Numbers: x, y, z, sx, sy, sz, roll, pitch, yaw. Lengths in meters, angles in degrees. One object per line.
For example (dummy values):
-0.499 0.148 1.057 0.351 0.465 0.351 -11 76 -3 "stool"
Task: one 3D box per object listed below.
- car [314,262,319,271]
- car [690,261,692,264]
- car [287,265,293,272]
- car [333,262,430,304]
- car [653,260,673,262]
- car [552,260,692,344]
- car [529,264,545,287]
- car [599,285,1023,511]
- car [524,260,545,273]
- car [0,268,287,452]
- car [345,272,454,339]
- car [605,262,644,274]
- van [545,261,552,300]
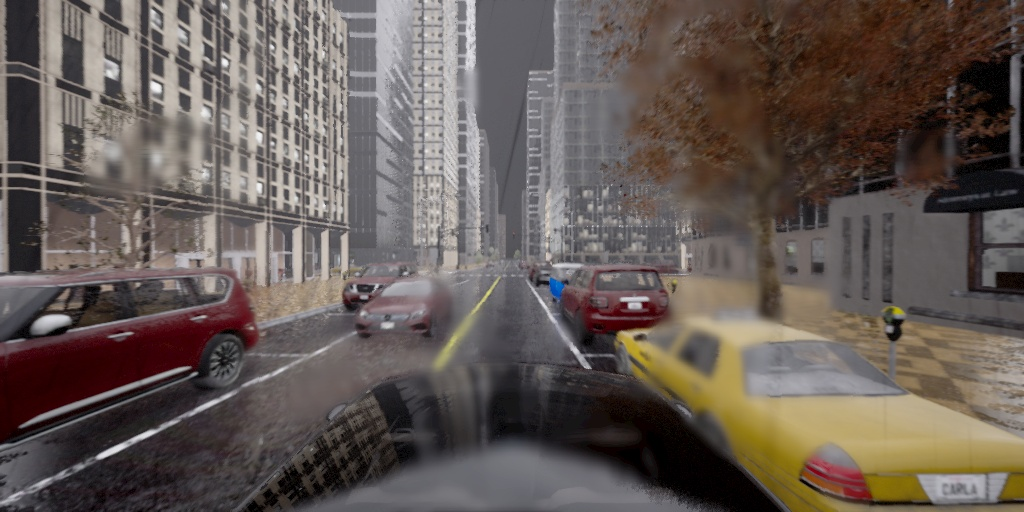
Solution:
-32.579 1.559 56.022 4.097 1.591 1.967 0 0 0 "car"
26.207 1.571 48.102 5.009 1.841 2.192 0 0 0 "car"
-32.388 1.692 48.024 4.829 1.417 1.751 0 0 0 "car"
-5.320 1.185 15.435 2.192 1.841 5.009 0 0 0 "car"
22.879 1.518 56.233 5.009 1.841 2.192 0 0 0 "car"
2.562 1.136 9.820 2.192 1.841 5.009 0 0 0 "car"
2.558 1.537 26.766 1.948 1.339 4.313 0 0 0 "car"
2.564 1.297 4.342 1.751 1.417 4.829 0 0 0 "car"
2.557 1.335 32.415 2.192 1.841 5.009 0 0 0 "car"
-5.317 1.086 4.138 2.192 1.841 5.009 0 0 0 "car"
-2.853 1.353 10.543 1.812 1.442 4.674 0 -1 0 "car"
15.865 1.682 50.766 4.902 1.511 2.128 0 0 0 "car"
2.561 1.212 15.469 1.690 1.789 3.998 0 0 0 "van"
